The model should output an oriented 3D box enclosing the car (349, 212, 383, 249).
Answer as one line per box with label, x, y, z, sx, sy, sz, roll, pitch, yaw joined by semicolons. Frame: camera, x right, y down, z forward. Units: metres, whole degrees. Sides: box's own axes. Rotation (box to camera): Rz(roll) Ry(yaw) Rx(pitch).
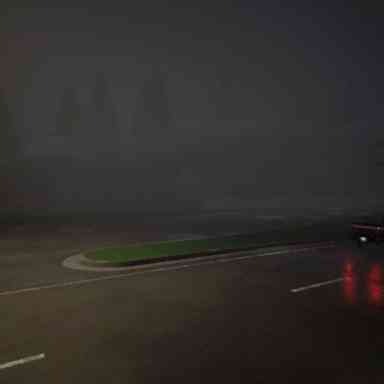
car;8.461;1.493;13.050;4.902;1.511;2.128;0;0;-23
